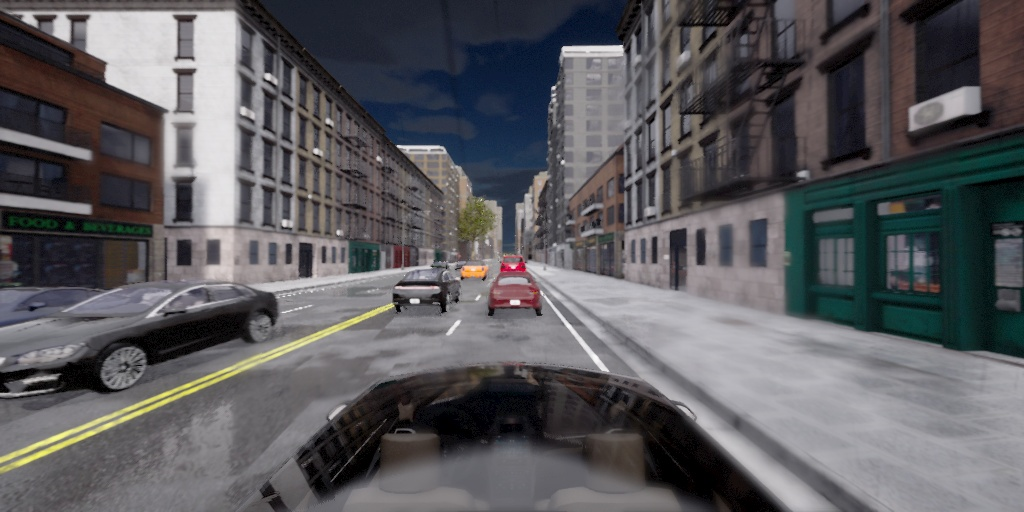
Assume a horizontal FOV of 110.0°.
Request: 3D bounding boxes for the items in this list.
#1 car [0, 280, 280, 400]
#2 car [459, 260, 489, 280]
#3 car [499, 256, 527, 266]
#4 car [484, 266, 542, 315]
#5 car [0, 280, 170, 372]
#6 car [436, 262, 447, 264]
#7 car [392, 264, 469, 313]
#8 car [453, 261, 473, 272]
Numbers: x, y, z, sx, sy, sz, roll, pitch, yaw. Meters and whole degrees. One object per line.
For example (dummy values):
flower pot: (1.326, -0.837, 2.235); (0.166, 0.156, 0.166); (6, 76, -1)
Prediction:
car: (-6.600, 1.246, 6.764); (2.128, 1.511, 4.902); (0, 0, 0)
car: (-3.156, 1.136, 31.278); (2.097, 1.767, 4.553); (0, 0, 0)
car: (0.095, 1.004, 30.787); (2.150, 2.045, 5.566); (0, 0, 0)
car: (0.098, 1.286, 13.497); (1.812, 1.442, 4.674); (0, 0, 0)
car: (-9.851, 1.319, 7.195); (1.994, 1.385, 4.181); (0, 0, 0)
car: (-9.842, 1.416, 49.029); (1.895, 1.301, 4.718); (0, 0, 0)
car: (-3.152, 1.253, 14.048); (2.128, 1.511, 4.902); (0, 0, 0)
car: (-6.595, 1.362, 48.837); (2.033, 1.411, 5.357); (0, 0, 0)
